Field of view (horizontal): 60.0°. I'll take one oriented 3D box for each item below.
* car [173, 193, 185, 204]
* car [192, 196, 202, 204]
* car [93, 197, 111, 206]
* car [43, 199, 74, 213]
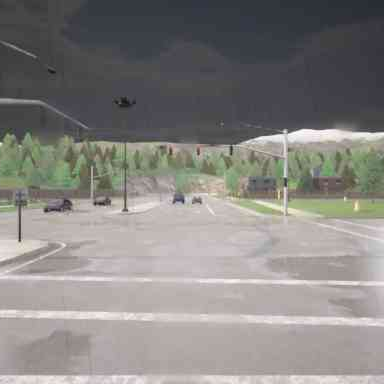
[{"bbox_3d":[-2.517,1.221,65.098,2.150,2.045,5.566,0,0,1],"label":"car"},{"bbox_3d":[0.978,1.547,64.871,2.033,1.411,5.357,0,0,1],"label":"car"},{"bbox_3d":[-14.368,1.477,53.264,1.882,1.535,5.008,0,0,1],"label":"car"},{"bbox_3d":[-14.638,1.505,36.678,1.837,1.490,4.892,0,0,1],"label":"car"}]
